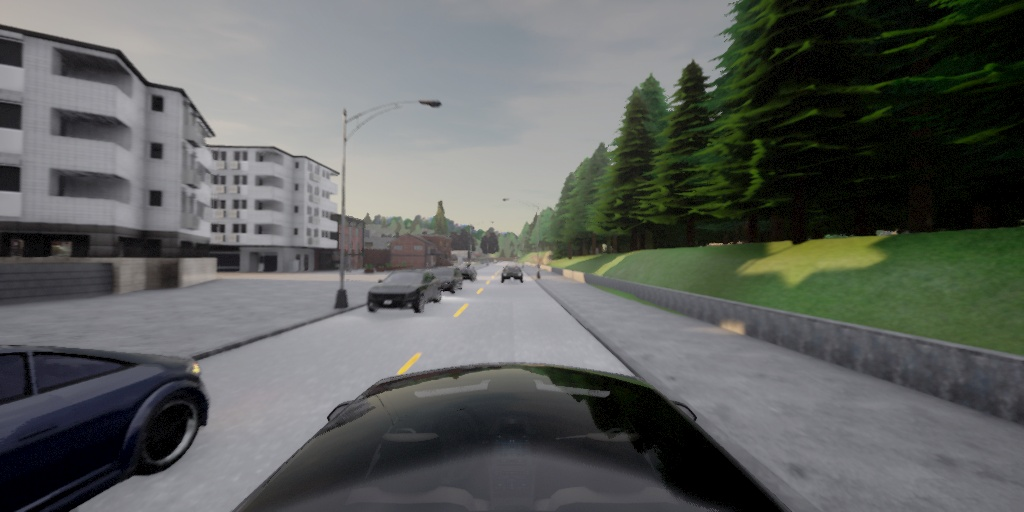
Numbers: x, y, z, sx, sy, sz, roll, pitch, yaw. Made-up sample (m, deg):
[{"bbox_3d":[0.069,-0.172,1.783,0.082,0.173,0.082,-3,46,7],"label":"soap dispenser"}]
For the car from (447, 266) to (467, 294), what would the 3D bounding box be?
[{"bbox_3d":[-4.052,1.422,21.400,1.837,1.490,4.892,1,0,0],"label":"car"}]

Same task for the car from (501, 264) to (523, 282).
[{"bbox_3d":[0.009,1.606,31.816,1.895,1.301,4.718,1,0,0],"label":"car"}]

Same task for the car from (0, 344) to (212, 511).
[{"bbox_3d":[-4.093,1.273,1.947,1.994,1.385,4.181,1,-1,0],"label":"car"}]

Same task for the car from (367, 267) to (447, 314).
[{"bbox_3d":[-4.127,1.292,14.432,1.882,1.535,5.008,1,-1,0],"label":"car"}]

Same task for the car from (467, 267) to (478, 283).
[{"bbox_3d":[-4.100,1.556,31.009,1.895,1.301,4.718,1,0,0],"label":"car"}]
